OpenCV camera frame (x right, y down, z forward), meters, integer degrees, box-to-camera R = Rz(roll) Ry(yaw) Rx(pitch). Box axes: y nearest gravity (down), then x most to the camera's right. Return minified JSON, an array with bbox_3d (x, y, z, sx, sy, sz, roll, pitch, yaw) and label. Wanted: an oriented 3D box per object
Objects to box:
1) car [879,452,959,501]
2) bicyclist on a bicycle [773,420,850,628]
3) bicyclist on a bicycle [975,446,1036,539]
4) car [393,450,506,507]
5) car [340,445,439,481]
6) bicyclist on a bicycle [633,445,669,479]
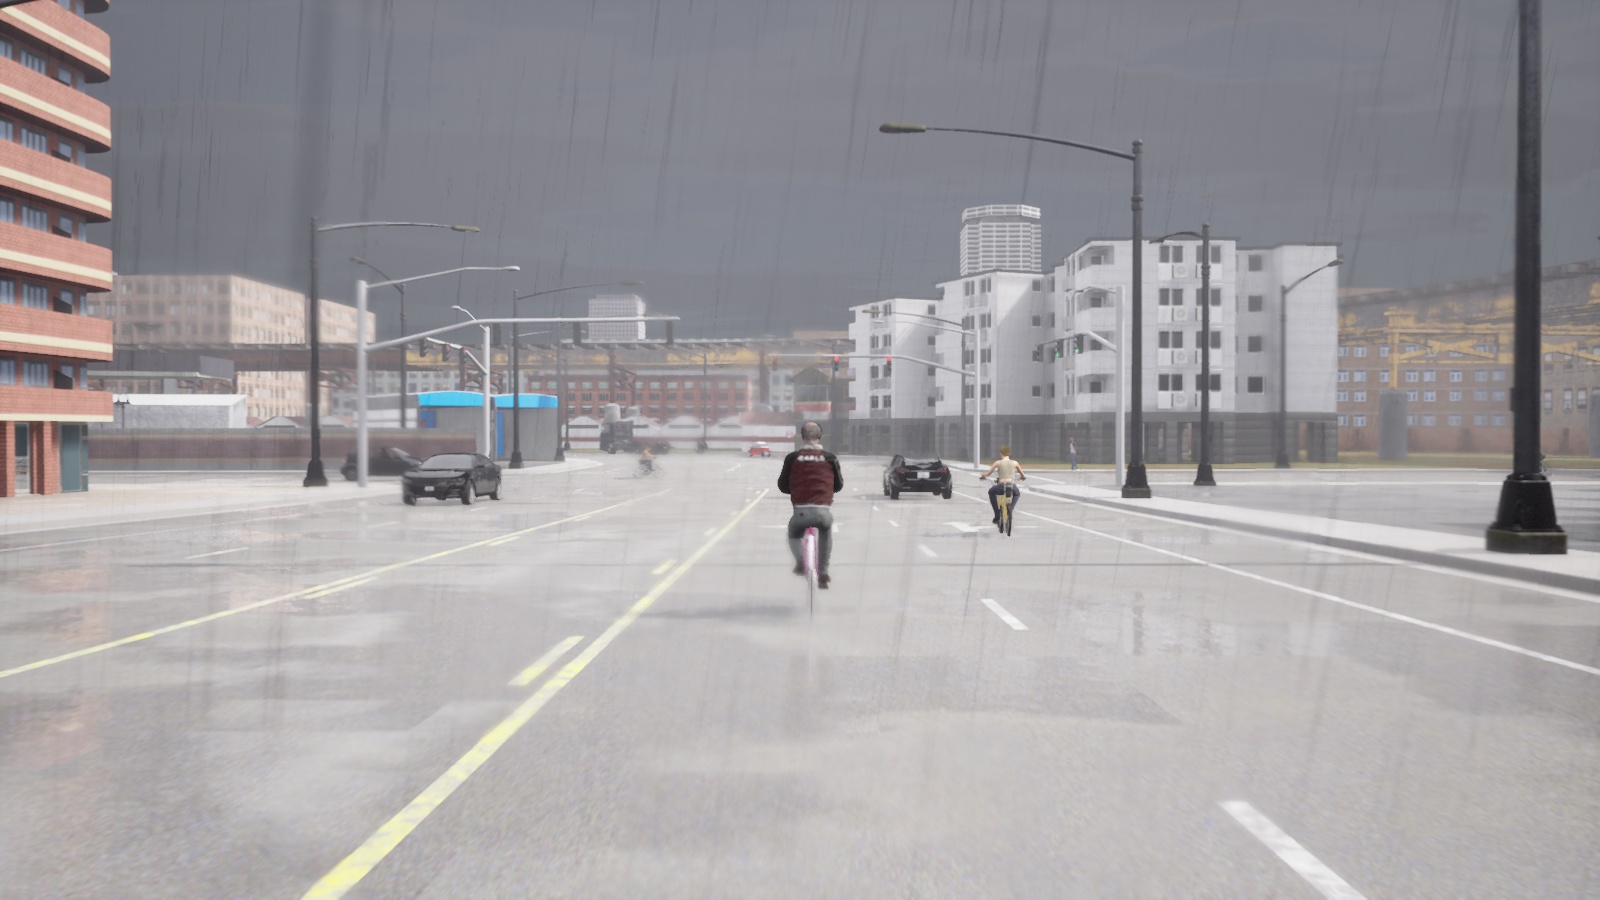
[{"bbox_3d":[3.827,0.817,41.104,2.163,1.488,4.792,0,0,0],"label":"car"},{"bbox_3d":[0.103,0.631,11.672,0.659,1.776,1.843,0,0,0],"label":"bicyclist on a bicycle"},{"bbox_3d":[3.669,0.732,22.559,0.866,1.612,1.509,0,0,1],"label":"bicyclist on a bicycle"},{"bbox_3d":[-10.205,0.780,36.981,1.882,1.535,5.008,0,0,1],"label":"car"},{"bbox_3d":[-18.877,0.576,57.862,3.988,1.617,1.851,0,1,-1],"label":"car"},{"bbox_3d":[-7.095,0.569,59.778,1.509,1.612,0.866,0,0,-19],"label":"bicyclist on a bicycle"}]
